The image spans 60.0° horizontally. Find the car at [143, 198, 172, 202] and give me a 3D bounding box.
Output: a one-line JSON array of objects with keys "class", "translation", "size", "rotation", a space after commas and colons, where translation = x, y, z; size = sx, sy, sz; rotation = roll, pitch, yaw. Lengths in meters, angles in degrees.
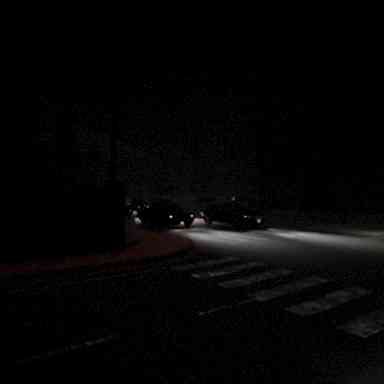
[{"class": "car", "translation": [-2.289, 1.495, 28.928], "size": [1.994, 1.385, 4.181], "rotation": [0, 0, -30]}]

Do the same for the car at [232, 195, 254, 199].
[{"class": "car", "translation": [10.552, 1.378, 65.324], "size": [5.008, 1.535, 1.882], "rotation": [0, 0, -35]}]

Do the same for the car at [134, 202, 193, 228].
[{"class": "car", "translation": [-1.788, 1.535, 21.614], "size": [1.895, 1.301, 4.718], "rotation": [0, 0, -33]}]

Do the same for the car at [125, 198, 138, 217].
[{"class": "car", "translation": [-6.801, 1.481, 29.857], "size": [2.033, 1.411, 5.357], "rotation": [0, 0, -26]}]

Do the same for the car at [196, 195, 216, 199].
[{"class": "car", "translation": [2.764, 1.386, 62.971], "size": [1.882, 1.535, 5.008], "rotation": [0, 0, 40]}]

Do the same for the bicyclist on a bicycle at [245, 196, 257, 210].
[{"class": "bicyclist on a bicycle", "translation": [6.546, 1.220, 36.818], "size": [1.656, 1.620, 0.582], "rotation": [0, 0, -25]}]

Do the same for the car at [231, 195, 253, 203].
[{"class": "car", "translation": [10.448, 1.423, 69.580], "size": [4.674, 1.442, 1.812], "rotation": [0, 0, -35]}]

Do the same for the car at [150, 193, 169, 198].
[{"class": "car", "translation": [-5.873, 1.411, 53.223], "size": [2.128, 1.511, 4.902], "rotation": [0, 0, 16]}]

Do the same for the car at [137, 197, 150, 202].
[{"class": "car", "translation": [-6.303, 1.431, 39.272], "size": [1.837, 1.490, 4.892], "rotation": [0, 1, -10]}]

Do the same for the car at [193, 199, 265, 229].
[{"class": "car", "translation": [2.517, 1.422, 21.421], "size": [2.128, 1.511, 4.902], "rotation": [0, 0, -35]}]

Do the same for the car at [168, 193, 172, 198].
[{"class": "car", "translation": [-5.949, 1.138, 62.639], "size": [2.150, 2.045, 5.566], "rotation": [0, 0, 30]}]
